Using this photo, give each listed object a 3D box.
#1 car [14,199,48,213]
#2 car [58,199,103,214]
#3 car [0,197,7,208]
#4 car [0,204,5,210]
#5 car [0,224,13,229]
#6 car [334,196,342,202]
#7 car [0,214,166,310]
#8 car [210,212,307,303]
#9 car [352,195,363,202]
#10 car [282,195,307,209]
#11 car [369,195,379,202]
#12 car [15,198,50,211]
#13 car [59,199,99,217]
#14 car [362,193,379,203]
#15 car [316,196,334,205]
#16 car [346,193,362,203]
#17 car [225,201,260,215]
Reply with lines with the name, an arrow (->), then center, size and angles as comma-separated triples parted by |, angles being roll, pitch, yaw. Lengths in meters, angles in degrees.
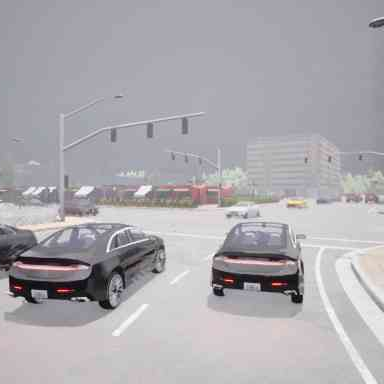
car -> -18.155, 1.619, 36.906 | 4.181, 1.385, 1.994 | 0, 0, 32
car -> -12.602, 1.547, 37.563 | 4.902, 1.511, 2.128 | 0, 0, 32
car -> -28.957, 1.533, 47.794 | 5.008, 1.535, 1.882 | 0, 0, 32
car -> -25.948, 1.277, 41.776 | 5.566, 2.045, 2.150 | 0, 0, 32
car -> -5.881, 1.491, 7.893 | 2.128, 1.511, 4.902 | 0, 0, 14
car -> 32.032, 1.531, 73.821 | 2.033, 1.411, 5.357 | 0, 0, 32
car -> -2.045, 1.492, 7.936 | 2.128, 1.511, 4.902 | 0, 0, 12
car -> 1.773, 1.492, 8.318 | 2.128, 1.511, 4.902 | 0, 0, 17
car -> 39.622, 1.540, 79.484 | 2.033, 1.411, 5.357 | 0, 0, 32
car -> 14.178, 1.477, 44.953 | 1.882, 1.535, 5.008 | 0, 0, 32
car -> 42.386, 1.524, 77.296 | 1.812, 1.442, 4.674 | 0, 0, 32
car -> -20.408, 1.581, 42.446 | 4.674, 1.442, 1.812 | 0, 0, 32
car -> -11.037, 1.619, 32.438 | 4.181, 1.385, 1.994 | 0, 0, 32
car -> 36.842, 1.225, 68.278 | 2.150, 2.045, 5.566 | 0, 0, 32
car -> 24.008, 1.601, 60.847 | 1.895, 1.301, 4.718 | 0, 0, 32
car -> 34.053, 1.225, 70.425 | 2.150, 2.045, 5.566 | 0, 0, 32
car -> 4.608, 1.571, 29.382 | 1.812, 1.442, 4.674 | 0, 0, 31
